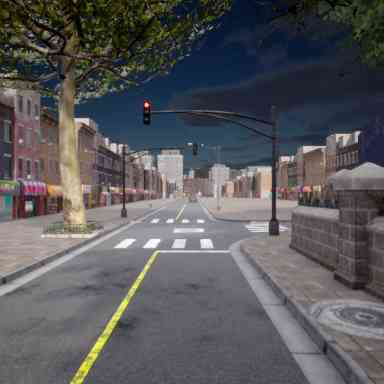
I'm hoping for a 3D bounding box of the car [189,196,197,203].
[{"bbox_3d":[0.224,1.665,73.596,2.128,1.511,4.902,0,0,0],"label":"car"}]
